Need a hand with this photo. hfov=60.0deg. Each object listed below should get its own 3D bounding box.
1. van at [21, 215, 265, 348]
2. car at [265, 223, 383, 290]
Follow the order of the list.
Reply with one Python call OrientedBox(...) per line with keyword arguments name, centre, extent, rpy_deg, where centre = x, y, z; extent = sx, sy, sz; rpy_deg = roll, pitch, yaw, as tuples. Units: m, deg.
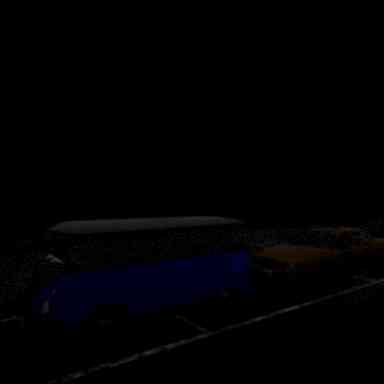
OrientedBox(name="van", centre=(-0.734, 1.354, 6.017), extent=(3.998, 1.788, 1.690), rpy_deg=(0, -1, -36))
OrientedBox(name="car", centre=(3.725, 1.566, 9.199), extent=(4.829, 1.417, 1.752), rpy_deg=(0, -1, -36))
